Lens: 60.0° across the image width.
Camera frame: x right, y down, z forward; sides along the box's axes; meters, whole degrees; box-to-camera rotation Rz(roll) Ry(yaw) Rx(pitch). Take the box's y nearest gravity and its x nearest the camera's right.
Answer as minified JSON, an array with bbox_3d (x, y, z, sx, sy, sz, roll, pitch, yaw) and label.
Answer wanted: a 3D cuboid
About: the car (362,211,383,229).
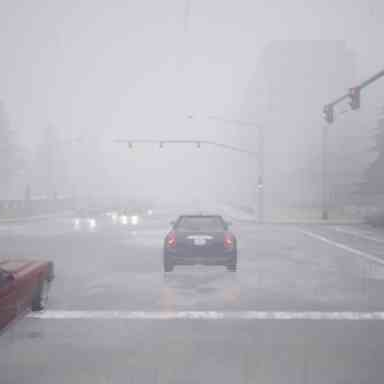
[{"bbox_3d":[13.329,1.578,20.832,4.892,1.490,1.837,0,0,2],"label":"car"}]

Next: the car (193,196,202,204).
[{"bbox_3d":[1.198,1.724,73.332,1.882,1.535,5.008,0,0,1],"label":"car"}]

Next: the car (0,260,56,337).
[{"bbox_3d":[-3.606,1.617,4.762,1.895,1.301,4.718,0,0,-4],"label":"car"}]

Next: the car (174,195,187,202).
[{"bbox_3d":[-2.406,1.741,63.662,1.812,1.442,4.674,0,0,1],"label":"car"}]

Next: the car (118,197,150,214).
[{"bbox_3d":[-6.296,1.615,36.589,2.128,1.511,4.902,0,0,1],"label":"car"}]

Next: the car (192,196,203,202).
[{"bbox_3d":[1.105,1.783,64.621,1.994,1.385,4.181,0,0,1],"label":"car"}]

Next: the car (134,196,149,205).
[{"bbox_3d":[-9.416,1.564,62.794,2.097,1.767,4.553,0,0,1],"label":"car"}]

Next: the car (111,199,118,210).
[{"bbox_3d":[-9.727,1.635,42.537,2.128,1.511,4.902,0,0,1],"label":"car"}]

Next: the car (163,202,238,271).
[{"bbox_3d":[0.295,1.391,11.197,2.097,1.767,4.553,0,0,2],"label":"car"}]

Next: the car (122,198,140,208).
[{"bbox_3d":[-9.590,1.682,52.630,1.837,1.490,4.892,0,0,1],"label":"car"}]

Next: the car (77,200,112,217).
[{"bbox_3d":[-9.833,1.712,33.225,1.895,1.301,4.718,0,0,1],"label":"car"}]

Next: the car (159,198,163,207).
[{"bbox_3d":[-6.022,1.668,56.261,1.882,1.535,5.008,0,0,1],"label":"car"}]

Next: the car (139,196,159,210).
[{"bbox_3d":[-6.185,1.633,45.955,1.882,1.535,5.008,0,0,1],"label":"car"}]
